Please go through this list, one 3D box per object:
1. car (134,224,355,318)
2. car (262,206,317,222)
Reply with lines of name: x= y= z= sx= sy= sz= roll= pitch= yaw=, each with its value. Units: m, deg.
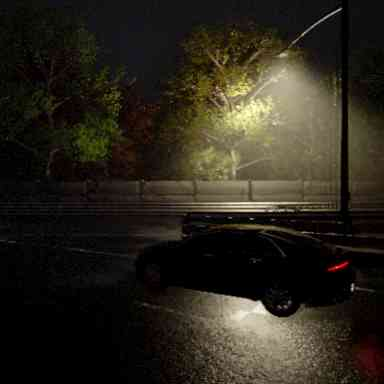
car: x=0.869 y=1.474 z=7.348 sx=4.892 sy=1.490 sz=1.837 roll=0 pitch=0 yaw=34
car: x=4.939 y=1.513 z=18.982 sx=4.181 sy=1.385 sz=1.994 roll=-1 pitch=0 yaw=-2
